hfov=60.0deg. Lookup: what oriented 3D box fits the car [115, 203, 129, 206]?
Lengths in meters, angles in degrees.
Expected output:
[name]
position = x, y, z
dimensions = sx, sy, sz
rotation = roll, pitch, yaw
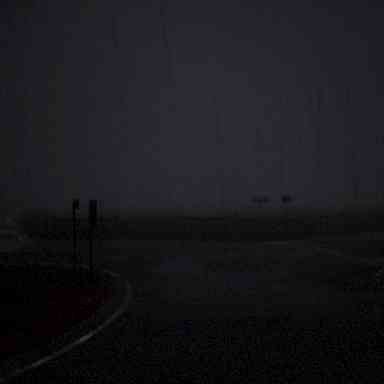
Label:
[car]
position = -18.839, 3.730, 90.954
dimensions = 4.611, 1.667, 2.242
rotation = 0, -1, -28
